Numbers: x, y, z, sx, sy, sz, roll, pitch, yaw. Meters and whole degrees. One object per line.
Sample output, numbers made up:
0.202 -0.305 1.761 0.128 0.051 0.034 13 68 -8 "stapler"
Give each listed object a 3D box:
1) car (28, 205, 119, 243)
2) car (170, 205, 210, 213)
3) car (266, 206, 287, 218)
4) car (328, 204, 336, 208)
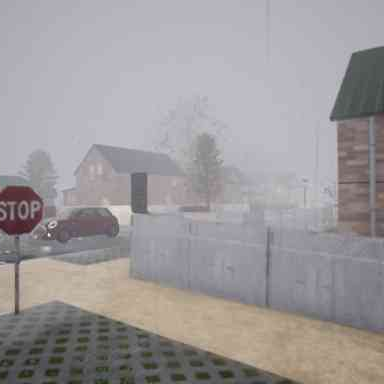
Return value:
-6.027 1.568 17.378 2.097 1.767 4.553 -1 -2 35 "car"
-0.298 1.793 25.453 2.097 1.767 4.553 -1 -2 36 "car"
10.259 2.417 40.183 1.994 1.385 4.181 -1 -2 36 "car"
22.670 2.726 52.543 1.837 1.490 4.892 -1 -2 35 "car"
